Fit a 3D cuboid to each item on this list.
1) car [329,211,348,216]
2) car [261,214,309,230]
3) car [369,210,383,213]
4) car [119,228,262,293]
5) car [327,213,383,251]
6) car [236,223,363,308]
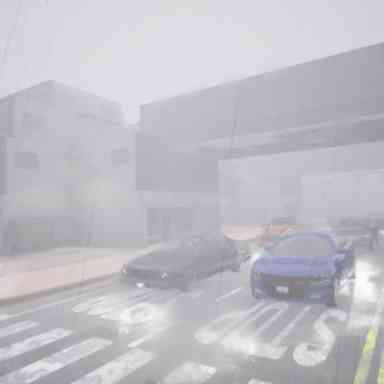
[{"bbox_3d":[14.966,2.653,33.408,1.812,1.442,4.674,-4,-3,33],"label":"car"},{"bbox_3d":[5.283,2.098,18.662,2.097,1.767,4.553,-4,-3,33],"label":"car"},{"bbox_3d":[16.284,2.348,29.069,1.882,1.535,5.008,-4,-3,33],"label":"car"},{"bbox_3d":[0.156,2.091,10.856,2.033,1.411,5.357,-4,-3,34],"label":"car"},{"bbox_3d":[8.415,2.050,17.050,2.128,1.511,4.902,-4,-3,33],"label":"car"},{"bbox_3d":[3.231,1.829,9.097,1.882,1.535,5.008,-4,-3,33],"label":"car"}]
